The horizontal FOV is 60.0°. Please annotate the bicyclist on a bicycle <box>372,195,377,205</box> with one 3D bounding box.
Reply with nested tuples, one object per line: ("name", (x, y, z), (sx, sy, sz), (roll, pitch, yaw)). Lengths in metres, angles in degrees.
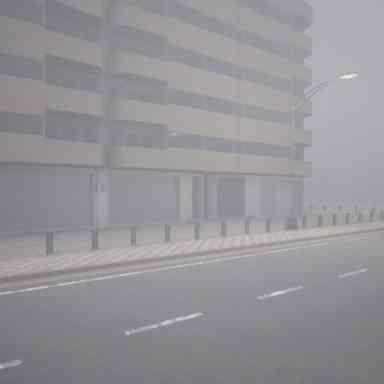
("bicyclist on a bicycle", (27.795, 1.243, 50.610), (1.656, 1.620, 0.582), (0, 0, -35))
